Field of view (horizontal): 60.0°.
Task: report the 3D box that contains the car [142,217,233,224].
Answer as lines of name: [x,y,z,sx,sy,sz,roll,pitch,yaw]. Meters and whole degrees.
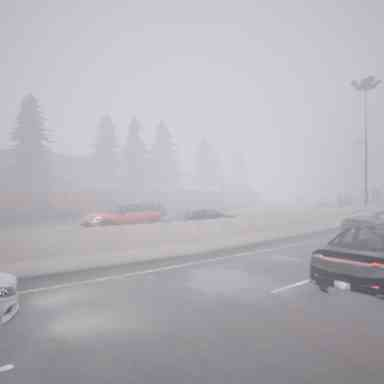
car: [0.156,1.598,17.899,5.357,1.411,2.033,0,0,-42]

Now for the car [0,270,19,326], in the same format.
car: [-5.028,1.552,4.617,4.674,1.442,1.812,0,0,-35]

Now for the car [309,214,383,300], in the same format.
car: [4.616,1.503,7.695,4.902,1.511,2.128,0,0,-40]

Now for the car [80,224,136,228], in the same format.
car: [-4.003,1.416,18.979,4.553,1.767,2.097,0,0,-41]

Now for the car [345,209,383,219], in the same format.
car: [8.844,1.551,16.346,4.674,1.442,1.812,0,0,-45]
